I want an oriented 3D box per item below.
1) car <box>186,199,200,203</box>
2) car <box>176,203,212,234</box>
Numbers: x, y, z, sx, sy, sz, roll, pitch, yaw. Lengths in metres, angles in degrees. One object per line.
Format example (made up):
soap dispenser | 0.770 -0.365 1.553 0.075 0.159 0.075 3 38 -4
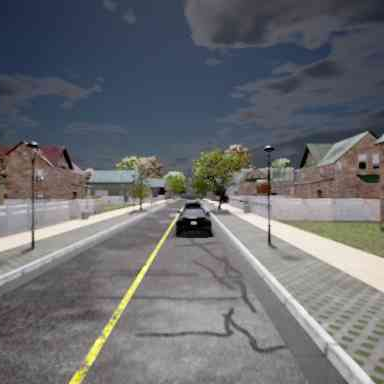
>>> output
car | 0.109 1.555 36.890 1.837 1.490 4.892 0 0 0
car | 0.105 1.575 19.174 1.994 1.385 4.181 0 0 0
